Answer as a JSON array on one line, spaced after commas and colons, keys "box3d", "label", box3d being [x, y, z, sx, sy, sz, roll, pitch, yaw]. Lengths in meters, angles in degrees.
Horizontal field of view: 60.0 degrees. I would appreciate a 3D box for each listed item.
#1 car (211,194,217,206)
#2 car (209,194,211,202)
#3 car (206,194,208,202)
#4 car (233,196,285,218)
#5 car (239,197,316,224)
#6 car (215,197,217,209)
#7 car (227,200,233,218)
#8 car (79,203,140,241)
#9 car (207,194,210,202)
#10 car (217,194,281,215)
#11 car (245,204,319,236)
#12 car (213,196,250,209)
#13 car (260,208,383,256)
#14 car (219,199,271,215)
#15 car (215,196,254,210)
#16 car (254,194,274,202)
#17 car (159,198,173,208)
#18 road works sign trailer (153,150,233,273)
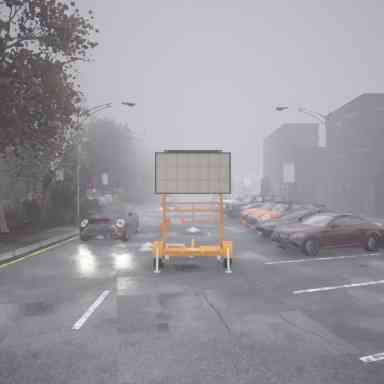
[{"box3d": [5.441, 1.272, 36.941, 5.566, 2.045, 2.435, 1, 0, -20], "label": "car"}, {"box3d": [5.580, 1.448, 51.972, 4.553, 1.767, 2.185, 1, 0, -20], "label": "car"}, {"box3d": [5.619, 1.393, 70.013, 5.566, 2.045, 2.435, 1, 0, -20], "label": "car"}, {"box3d": [5.409, 1.370, 21.949, 4.553, 1.767, 2.185, 1, 0, -20], "label": "car"}, {"box3d": [5.393, 1.367, 18.948, 4.553, 1.767, 2.185, 1, 0, -20], "label": "car"}, {"box3d": [5.253, 1.504, 30.882, 5.366, 1.575, 1.946, 1, 0, -20], "label": "car"}, {"box3d": [5.389, 1.539, 24.946, 4.674, 1.452, 2.002, 1, 0, -20], "label": "car"}, {"box3d": [-3.926, 1.356, 16.481, 2.097, 1.767, 4.553, 0, 0, 0], "label": "car"}, {"box3d": [5.551, 1.584, 54.975, 5.008, 1.535, 2.097, 1, -1, -20], "label": "car"}, {"box3d": [5.400, 1.252, 27.924, 5.566, 2.045, 2.435, 1, 0, -20], "label": "car"}, {"box3d": [5.319, 1.518, 15.928, 4.792, 1.488, 2.163, 1, 0, -20], "label": "car"}, {"box3d": [5.484, 1.425, 45.956, 4.553, 1.767, 2.185, 1, 0, -20], "label": "car"}, {"box3d": [5.337, 1.528, 12.936, 4.674, 1.452, 2.002, 1, 0, -20], "label": "car"}, {"box3d": [5.417, 1.545, 33.939, 4.792, 1.488, 2.163, 1, 0, -20], "label": "car"}, {"box3d": [5.468, 1.415, 42.954, 4.553, 1.767, 2.185, 1, 0, -20], "label": "car"}, {"box3d": [18.634, 1.465, 85.965, 2.435, 2.045, 5.566, 0, 0, -21], "label": "car"}, {"box3d": [-3.856, 1.610, 51.214, 1.812, 1.442, 4.674, 0, 0, 0], "label": "car"}, {"box3d": [0.028, 0.466, 10.679, 2.380, 3.560, 2.880, 0, 0, 0], "label": "road works sign trailer"}]
